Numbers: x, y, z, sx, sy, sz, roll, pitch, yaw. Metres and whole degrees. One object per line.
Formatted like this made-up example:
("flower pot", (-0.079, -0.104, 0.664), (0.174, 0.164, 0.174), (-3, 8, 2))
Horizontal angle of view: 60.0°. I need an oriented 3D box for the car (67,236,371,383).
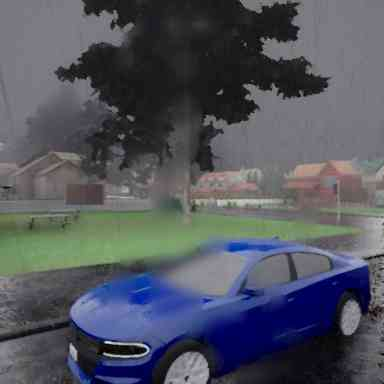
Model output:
("car", (0.743, 1.496, 5.088), (5.008, 1.535, 1.882), (0, 0, -35))
